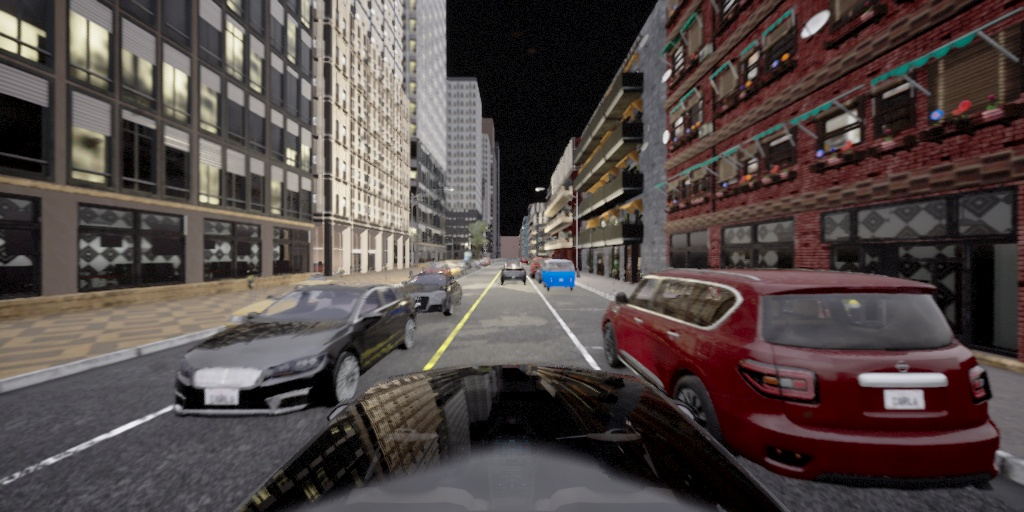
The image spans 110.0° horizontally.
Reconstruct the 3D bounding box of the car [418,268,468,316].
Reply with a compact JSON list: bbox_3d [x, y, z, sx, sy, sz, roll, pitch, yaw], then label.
[{"bbox_3d":[-2.996,1.320,13.247,1.994,1.385,4.181,0,0,0],"label":"car"}]

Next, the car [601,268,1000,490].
[{"bbox_3d":[2.692,1.066,4.846,2.192,1.841,5.009,0,0,0],"label":"car"}]

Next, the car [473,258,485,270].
[{"bbox_3d":[-5.675,1.339,54.804,2.007,1.370,4.403,0,0,0],"label":"car"}]

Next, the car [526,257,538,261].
[{"bbox_3d":[2.700,1.082,32.599,2.192,1.841,5.009,0,0,0],"label":"car"}]

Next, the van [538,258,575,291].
[{"bbox_3d":[2.696,1.101,21.498,1.690,1.789,3.998,0,0,0],"label":"van"}]

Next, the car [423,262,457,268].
[{"bbox_3d":[-5.683,1.204,27.050,1.967,1.591,4.097,0,0,0],"label":"car"}]

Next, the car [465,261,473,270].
[{"bbox_3d":[-5.679,1.323,38.152,2.007,1.370,4.403,0,0,0],"label":"car"}]

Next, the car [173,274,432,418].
[{"bbox_3d":[-3.078,1.245,6.277,2.128,1.511,4.902,0,0,0],"label":"car"}]

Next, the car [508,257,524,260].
[{"bbox_3d":[0.108,1.131,45.355,2.097,1.767,4.553,0,0,0],"label":"car"}]

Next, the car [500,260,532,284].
[{"bbox_3d":[0.107,1.256,26.970,2.128,1.511,4.902,0,0,0],"label":"car"}]

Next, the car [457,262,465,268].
[{"bbox_3d":[-5.681,1.294,32.431,1.751,1.417,4.829,0,0,0],"label":"car"}]

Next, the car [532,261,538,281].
[{"bbox_3d":[2.698,1.314,27.049,2.007,1.370,4.403,0,0,0],"label":"car"}]
